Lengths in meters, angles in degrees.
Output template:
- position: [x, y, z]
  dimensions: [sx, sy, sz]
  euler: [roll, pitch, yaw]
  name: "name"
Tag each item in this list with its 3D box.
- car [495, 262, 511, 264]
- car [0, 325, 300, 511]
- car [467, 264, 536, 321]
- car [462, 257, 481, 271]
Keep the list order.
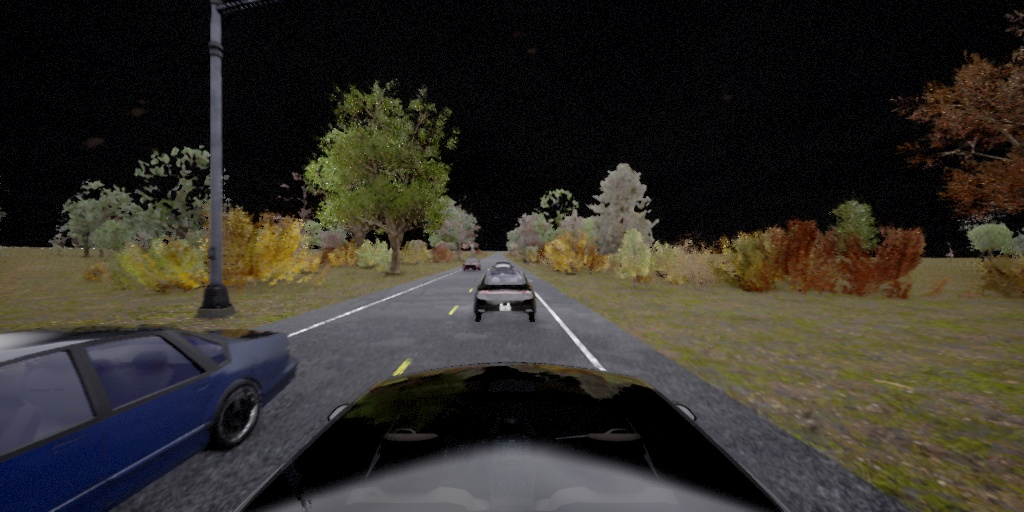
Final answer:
- position: [-0.727, 1.186, 29.254]
  dimensions: [1.812, 1.442, 4.674]
  euler: [0, 0, -2]
  name: "car"
- position: [-3.695, 1.292, 2.391]
  dimensions: [2.033, 1.411, 5.357]
  euler: [0, 0, -1]
  name: "car"
- position: [-0.249, 1.211, 12.262]
  dimensions: [2.128, 1.511, 4.902]
  euler: [0, 0, -2]
  name: "car"
- position: [-4.877, 0.944, 43.941]
  dimensions: [2.097, 1.767, 4.553]
  euler: [0, 0, -2]
  name: "car"
